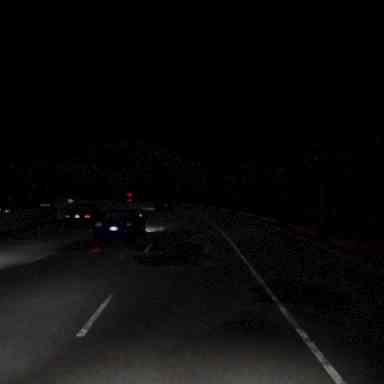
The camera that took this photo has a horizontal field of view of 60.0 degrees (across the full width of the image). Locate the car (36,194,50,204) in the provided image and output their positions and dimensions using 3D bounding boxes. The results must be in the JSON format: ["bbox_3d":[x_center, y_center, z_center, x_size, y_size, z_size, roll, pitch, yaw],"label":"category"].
[{"bbox_3d":[-30.686,1.461,68.153,2.150,2.045,5.566,0,0,-33],"label":"car"}]

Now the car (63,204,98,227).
[{"bbox_3d":[-7.303,1.568,23.079,2.033,1.411,5.357,0,0,-5],"label":"car"}]

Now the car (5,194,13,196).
[{"bbox_3d":[-27.837,1.481,48.284,2.097,1.767,4.553,0,0,-22],"label":"car"}]

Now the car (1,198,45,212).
[{"bbox_3d":[-15.578,1.547,30.935,1.837,1.490,4.892,0,0,-10],"label":"car"}]

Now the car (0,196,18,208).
[{"bbox_3d":[-21.182,1.555,39.769,1.882,1.535,5.008,0,-1,-16],"label":"car"}]

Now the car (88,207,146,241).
[{"bbox_3d":[-3.490,1.574,16.616,1.994,1.385,4.181,0,0,-1],"label":"car"}]

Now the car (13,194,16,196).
[{"bbox_3d":[-40.850,1.496,75.226,2.150,2.045,5.566,0,0,-42],"label":"car"}]

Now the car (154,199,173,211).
[{"bbox_3d":[-3.704,1.624,42.656,1.994,1.385,4.181,0,0,-14],"label":"car"}]
